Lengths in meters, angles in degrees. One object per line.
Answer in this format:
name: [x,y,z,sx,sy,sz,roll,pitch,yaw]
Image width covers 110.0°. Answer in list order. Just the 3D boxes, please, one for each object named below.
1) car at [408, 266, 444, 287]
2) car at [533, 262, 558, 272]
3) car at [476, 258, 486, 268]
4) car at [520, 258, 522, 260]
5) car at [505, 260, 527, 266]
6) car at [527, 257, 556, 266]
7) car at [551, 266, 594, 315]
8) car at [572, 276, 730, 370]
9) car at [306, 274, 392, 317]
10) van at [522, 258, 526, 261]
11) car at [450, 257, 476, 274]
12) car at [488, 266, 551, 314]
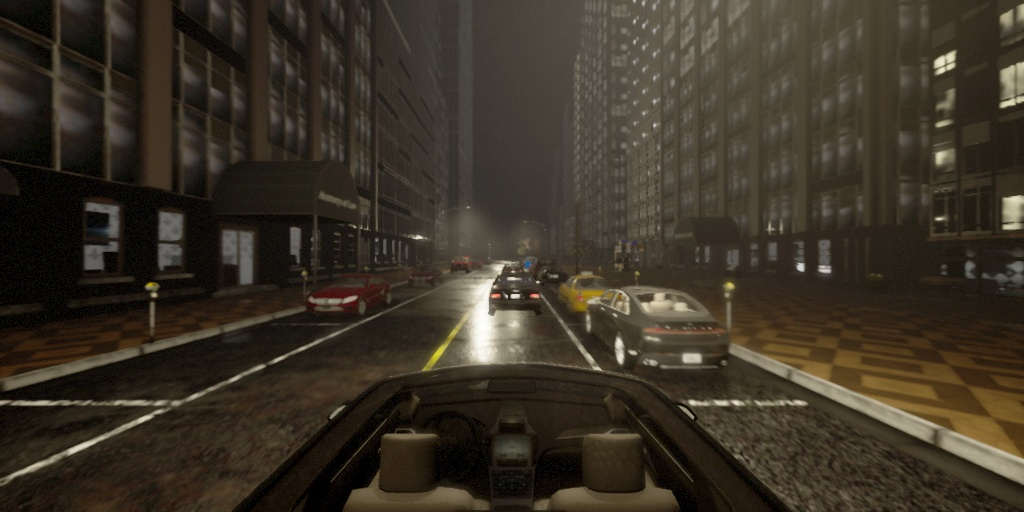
car: [-5.692,1.303,24.164,1.802,1.307,4.207,0,0,0]
car: [2.688,1.287,24.165,1.948,1.339,4.313,0,0,0]
car: [-5.697,1.221,57.400,1.888,1.381,4.507,0,0,0]
car: [2.683,1.116,57.401,1.967,1.591,4.097,0,0,0]
car: [0.095,1.312,31.895,1.895,1.301,4.718,0,0,0]
car: [2.687,1.029,29.705,2.192,1.841,5.009,0,0,0]
car: [2.689,1.261,13.257,1.751,1.417,4.829,0,0,0]
car: [2.690,1.293,7.548,2.007,1.370,4.403,0,0,0]
car: [-5.691,1.318,13.085,1.802,1.307,4.207,0,0,0]
van: [2.684,1.025,51.862,1.690,1.789,3.998,0,0,0]
car: [-5.695,1.014,40.782,2.192,1.841,5.009,0,0,0]
car: [0.099,1.282,13.567,2.033,1.411,5.357,0,0,0]
